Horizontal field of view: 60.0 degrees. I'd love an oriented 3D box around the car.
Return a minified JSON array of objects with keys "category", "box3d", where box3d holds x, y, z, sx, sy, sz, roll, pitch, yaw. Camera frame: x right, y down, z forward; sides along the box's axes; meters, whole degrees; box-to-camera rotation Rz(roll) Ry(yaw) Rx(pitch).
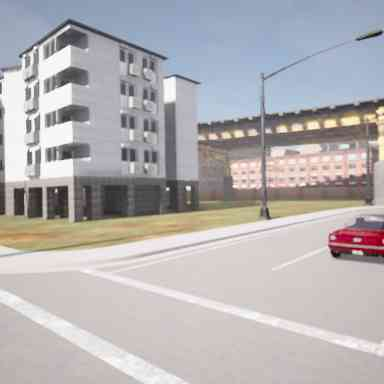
[{"category":"car","box3d":[6.362,1.472,11.588,1.895,1.301,4.718,-1,0,41]}]
